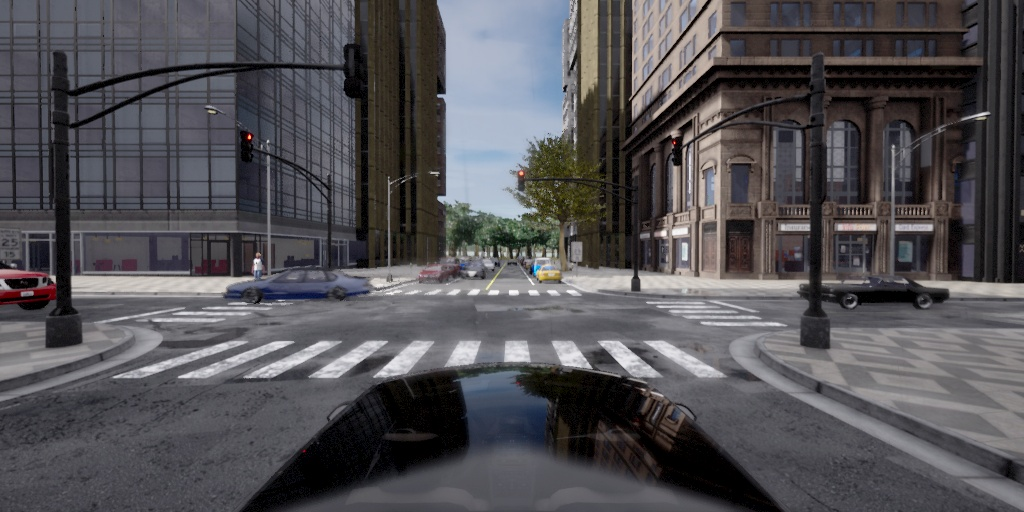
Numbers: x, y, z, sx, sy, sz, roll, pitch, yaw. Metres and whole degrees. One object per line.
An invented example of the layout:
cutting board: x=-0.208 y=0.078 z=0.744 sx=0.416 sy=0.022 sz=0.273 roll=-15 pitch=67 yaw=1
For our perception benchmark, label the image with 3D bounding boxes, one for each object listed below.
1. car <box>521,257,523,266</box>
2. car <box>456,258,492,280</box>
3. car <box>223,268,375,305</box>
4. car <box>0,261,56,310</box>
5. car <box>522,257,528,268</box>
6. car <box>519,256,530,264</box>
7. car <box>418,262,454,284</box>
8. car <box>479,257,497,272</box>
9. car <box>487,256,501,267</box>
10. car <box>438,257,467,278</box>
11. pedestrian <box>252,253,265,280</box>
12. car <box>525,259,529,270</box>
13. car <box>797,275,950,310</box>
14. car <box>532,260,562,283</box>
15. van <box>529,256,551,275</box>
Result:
car: x=2.729 y=1.203 z=55.366 sx=1.888 sy=1.381 sz=4.507 roll=0 pitch=0 yaw=0
car: x=-3.118 y=1.210 z=30.273 sx=2.128 sy=1.511 sz=4.902 roll=0 pitch=0 yaw=0
car: x=-8.675 y=1.210 z=15.131 sx=5.357 sy=1.411 sz=2.033 roll=0 pitch=1 yaw=-15
car: x=-18.381 y=0.839 z=11.526 sx=5.566 sy=2.045 sz=2.150 roll=1 pitch=1 yaw=0
car: x=2.733 y=1.199 z=49.857 sx=1.751 sy=1.417 sz=4.829 roll=0 pitch=0 yaw=0
car: x=2.726 y=1.191 z=61.046 sx=2.007 sy=1.370 sz=4.403 roll=0 pitch=0 yaw=0
car: x=-5.778 y=1.306 z=26.954 sx=1.802 sy=1.307 sz=4.207 roll=0 pitch=0 yaw=0
car: x=-3.118 y=1.216 z=43.952 sx=1.812 sy=1.442 sz=4.674 roll=0 pitch=1 yaw=0
car: x=-3.036 y=1.044 z=61.432 sx=2.097 sy=1.767 sz=4.553 roll=0 pitch=0 yaw=0
car: x=-5.782 y=1.028 z=32.635 sx=2.192 sy=1.841 sz=5.009 roll=0 pitch=0 yaw=0
pedestrian: x=-12.532 y=0.738 z=17.778 sx=0.375 sy=1.860 sz=0.375 roll=0 pitch=0 yaw=0
car: x=2.740 y=1.268 z=38.328 sx=1.948 sy=1.339 sz=4.313 roll=0 pitch=0 yaw=0
car: x=14.702 y=1.441 z=14.819 sx=4.718 sy=1.301 sz=1.895 roll=0 pitch=1 yaw=0
car: x=2.747 y=1.249 z=27.138 sx=1.751 sy=1.417 sz=4.829 roll=0 pitch=0 yaw=0
van: x=2.743 y=1.054 z=32.649 sx=1.690 sy=1.789 sz=3.998 roll=0 pitch=0 yaw=0
